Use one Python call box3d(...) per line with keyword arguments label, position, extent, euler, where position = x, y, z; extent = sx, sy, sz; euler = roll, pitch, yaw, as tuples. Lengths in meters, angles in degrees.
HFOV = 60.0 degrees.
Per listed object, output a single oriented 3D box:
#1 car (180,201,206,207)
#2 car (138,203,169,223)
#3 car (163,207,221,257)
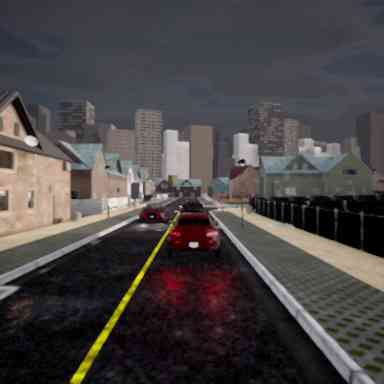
box3d(label="car", position=(0.054, 1.464, 25.973), extent=(1.882, 1.535, 5.008), euler=(0, 0, 0))
box3d(label="car", position=(-2.832, 1.550, 25.440), extent=(1.994, 1.385, 4.181), euler=(0, 0, 0))
box3d(label="car", position=(0.071, 1.519, 12.819), extent=(1.812, 1.442, 4.674), euler=(0, -1, 0))
